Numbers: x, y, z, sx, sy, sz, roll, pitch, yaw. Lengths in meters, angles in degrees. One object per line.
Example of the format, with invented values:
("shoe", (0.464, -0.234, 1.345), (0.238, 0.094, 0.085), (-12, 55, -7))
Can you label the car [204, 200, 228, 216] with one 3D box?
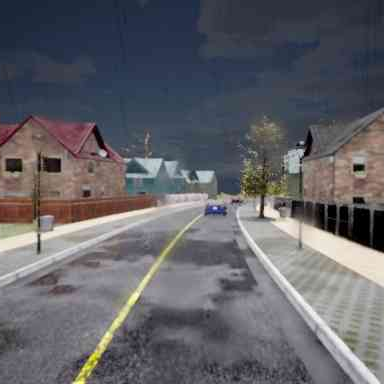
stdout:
("car", (2.278, 1.457, 31.129), (2.163, 1.488, 4.792), (0, 0, 7))

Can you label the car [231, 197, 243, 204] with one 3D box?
("car", (8.387, 1.589, 62.115), (2.033, 1.411, 5.357), (1, 0, 14))
